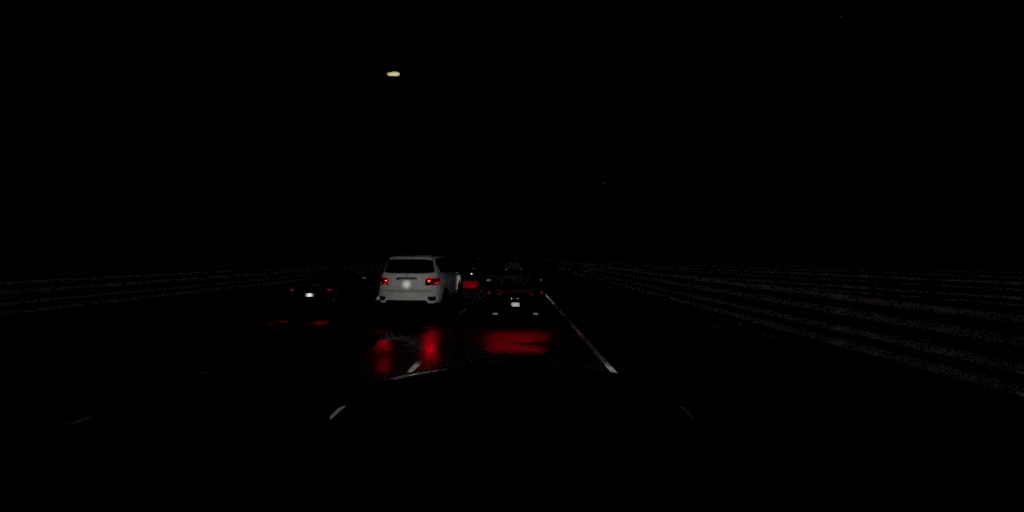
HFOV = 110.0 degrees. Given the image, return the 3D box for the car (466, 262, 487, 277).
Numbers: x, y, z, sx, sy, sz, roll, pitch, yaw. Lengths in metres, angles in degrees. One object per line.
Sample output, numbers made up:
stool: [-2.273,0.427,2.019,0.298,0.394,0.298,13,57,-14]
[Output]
car: [-3.406,1.259,32.635,1.837,1.490,4.892,0,0,0]

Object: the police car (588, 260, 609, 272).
police car: [11.310,1.338,46.160,2.038,1.542,4.974,0,0,-13]

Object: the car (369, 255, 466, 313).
car: [-3.397,0.968,14.218,2.150,2.045,5.566,1,0,0]

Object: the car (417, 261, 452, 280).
car: [-6.908,1.245,32.399,2.128,1.511,4.902,0,0,0]

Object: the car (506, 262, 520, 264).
car: [0.092,1.280,33.645,1.812,1.442,4.674,0,0,0]

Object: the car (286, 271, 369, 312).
car: [-6.904,1.286,14.222,1.994,1.385,4.181,0,0,0]

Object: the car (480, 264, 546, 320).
car: [0.099,1.228,12.678,1.882,1.535,5.008,0,0,0]
